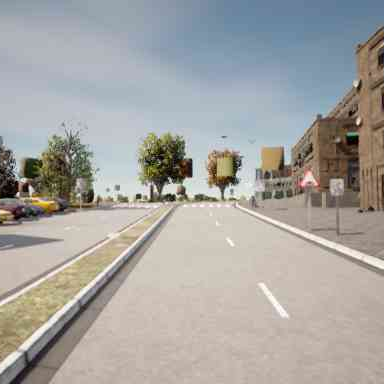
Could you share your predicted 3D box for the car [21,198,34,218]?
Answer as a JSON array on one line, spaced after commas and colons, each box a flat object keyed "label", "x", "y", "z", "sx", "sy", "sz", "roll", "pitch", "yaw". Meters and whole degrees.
[{"label": "car", "x": -14.417, "y": 1.350, "z": 23.862, "sx": 4.792, "sy": 1.488, "sz": 2.163, "roll": 0, "pitch": 0, "yaw": 0}]

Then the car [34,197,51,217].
[{"label": "car", "x": -14.390, "y": 1.290, "z": 26.613, "sx": 4.892, "sy": 1.521, "sz": 2.231, "roll": 0, "pitch": 1, "yaw": 0}]

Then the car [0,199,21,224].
[{"label": "car", "x": -14.207, "y": 1.342, "z": 21.102, "sx": 5.366, "sy": 1.575, "sz": 1.946, "roll": 0, "pitch": 0, "yaw": 0}]

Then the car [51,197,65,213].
[{"label": "car", "x": -14.374, "y": 1.257, "z": 29.366, "sx": 5.008, "sy": 1.535, "sz": 2.097, "roll": 0, "pitch": 1, "yaw": 0}]

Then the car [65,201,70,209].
[{"label": "car", "x": -14.368, "y": 1.224, "z": 32.120, "sx": 4.892, "sy": 1.521, "sz": 2.231, "roll": 0, "pitch": 1, "yaw": 0}]
